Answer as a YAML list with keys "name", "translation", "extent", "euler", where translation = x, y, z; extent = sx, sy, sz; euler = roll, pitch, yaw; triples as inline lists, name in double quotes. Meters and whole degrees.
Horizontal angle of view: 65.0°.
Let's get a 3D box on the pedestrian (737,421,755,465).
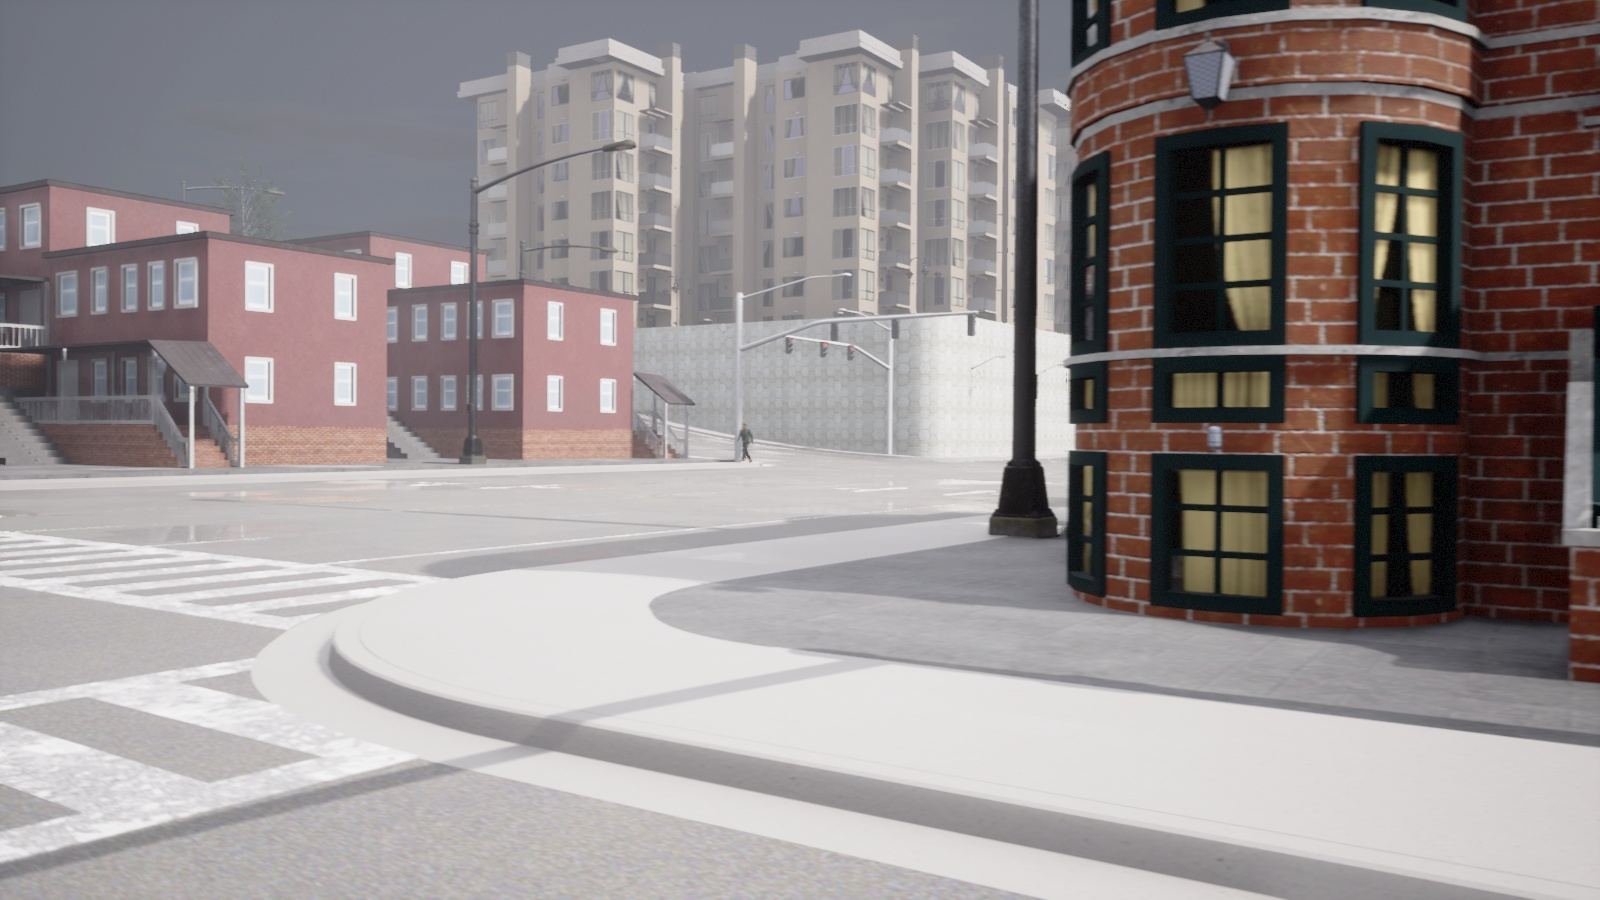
- name: "pedestrian"
  translation: [-2.432, -0.310, 56.330]
  extent: [0.423, 1.949, 0.788]
  euler: [0, 1, 34]
